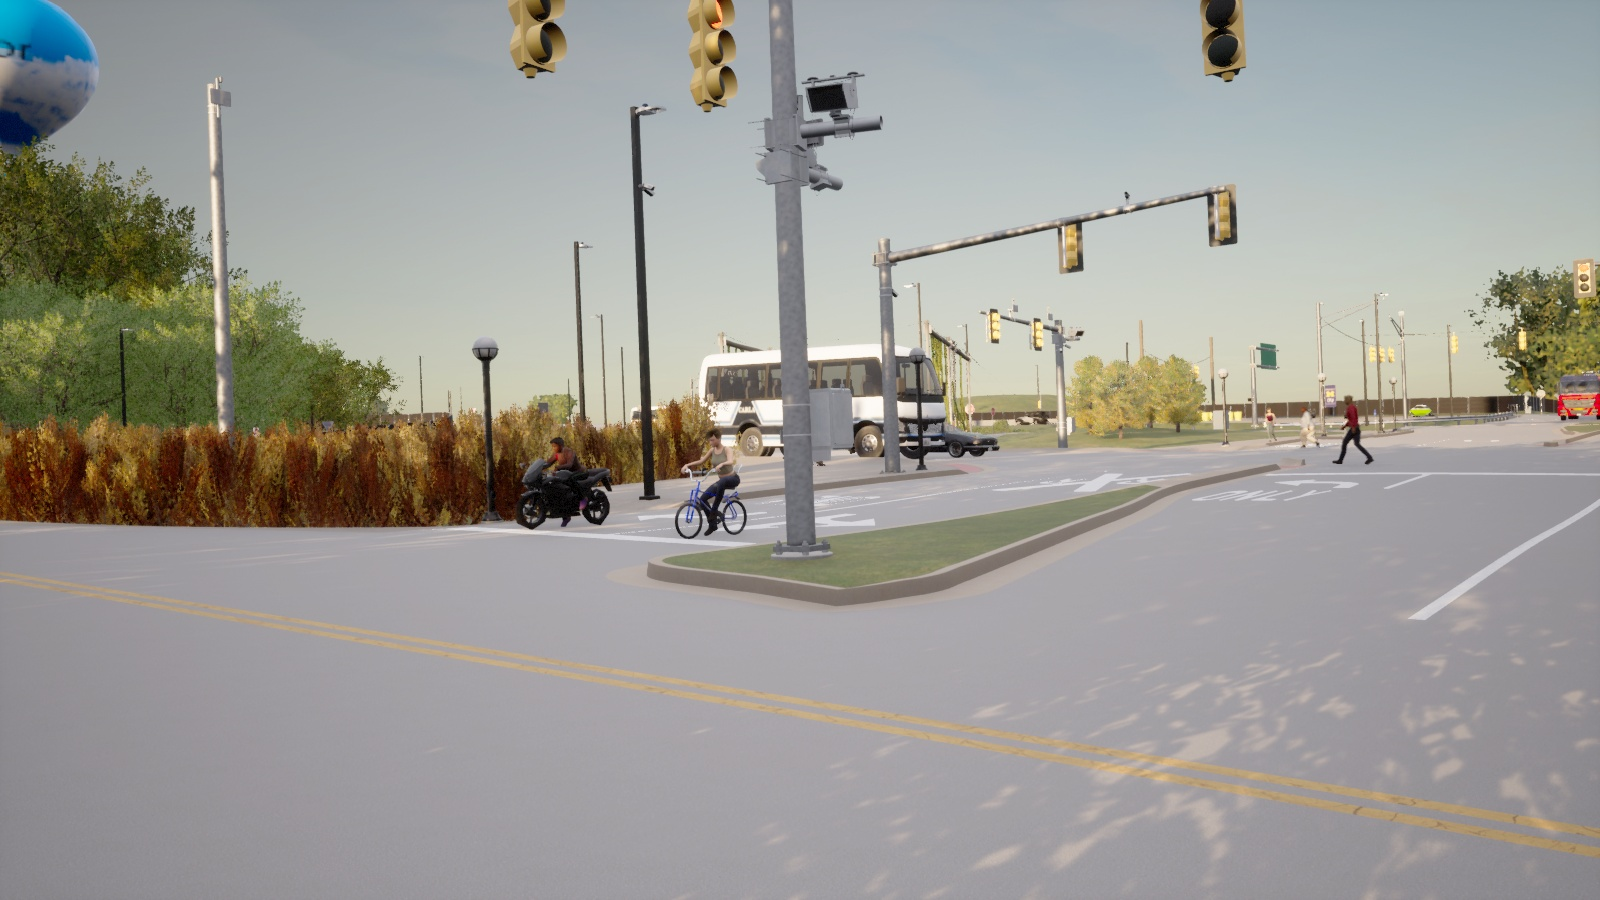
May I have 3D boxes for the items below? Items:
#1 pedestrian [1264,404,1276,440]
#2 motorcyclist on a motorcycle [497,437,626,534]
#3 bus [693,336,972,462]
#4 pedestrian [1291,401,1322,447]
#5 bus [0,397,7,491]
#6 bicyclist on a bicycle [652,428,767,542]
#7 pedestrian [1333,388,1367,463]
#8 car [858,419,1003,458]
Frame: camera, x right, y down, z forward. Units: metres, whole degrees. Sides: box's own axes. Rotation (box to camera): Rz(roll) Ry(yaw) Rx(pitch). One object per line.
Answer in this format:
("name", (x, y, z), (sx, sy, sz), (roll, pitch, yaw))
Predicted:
("pedestrian", (24.401, -1.440, 65.225), (0.345, 1.836, 0.594), (-3, 0, 38))
("motorcyclist on a motorcycle", (-3.961, 0.558, 20.981), (0.797, 1.523, 2.044), (-1, 0, 39))
("bus", (1.018, -1.757, 47.452), (10.273, 4.253, 3.944), (0, 1, 40))
("pedestrian", (20.884, -1.064, 51.761), (0.900, 1.855, 0.874), (-3, 0, 40))
("bus", (-37.284, -0.193, 52.030), (3.944, 4.253, 10.273), (-1, 1, -11))
("bicyclist on a bicycle", (-1.330, 0.497, 18.664), (0.866, 1.612, 1.509), (-1, 0, 41))
("pedestrian", (13.781, -0.612, 31.463), (0.636, 1.846, 0.331), (-3, 0, 44))
("car", (5.060, -0.438, 49.106), (5.357, 1.411, 2.033), (0, 1, 37))
